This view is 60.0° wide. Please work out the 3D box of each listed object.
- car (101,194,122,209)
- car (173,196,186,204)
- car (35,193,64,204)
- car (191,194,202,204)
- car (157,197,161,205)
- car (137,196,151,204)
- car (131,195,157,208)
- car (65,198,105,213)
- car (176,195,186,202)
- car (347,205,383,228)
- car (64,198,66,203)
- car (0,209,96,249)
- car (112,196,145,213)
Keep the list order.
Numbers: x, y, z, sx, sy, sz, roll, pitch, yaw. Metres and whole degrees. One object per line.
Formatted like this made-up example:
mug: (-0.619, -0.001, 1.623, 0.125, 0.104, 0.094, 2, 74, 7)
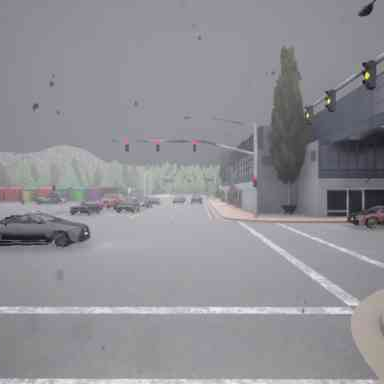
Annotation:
car: (-10.412, 1.221, 43.279, 2.150, 2.045, 5.566, 0, 0, 2)
car: (-2.688, 1.564, 65.102, 1.994, 1.385, 4.181, 0, 0, 2)
car: (-24.757, 1.156, 57.254, 3.866, 1.878, 1.905, 0, 0, 0)
car: (0.885, 1.352, 64.252, 2.097, 1.767, 4.553, 0, 0, 2)
car: (-6.488, 1.564, 57.102, 1.994, 1.385, 4.181, 0, 0, 2)
car: (-9.639, 1.547, 67.422, 2.033, 1.411, 5.357, 0, 0, 2)
car: (-6.788, 1.491, 47.153, 2.128, 1.511, 4.902, 0, 0, 2)
car: (-10.641, 1.601, 33.515, 1.895, 1.301, 4.718, 0, 0, 1)
car: (-2.401, 1.470, 74.893, 1.994, 1.385, 4.181, 0, 0, 2)
car: (12.336, 1.564, 21.445, 4.181, 1.385, 1.994, 0, 0, 0)
car: (-24.735, 1.395, 60.149, 3.806, 1.475, 1.970, 0, 0, 0)
car: (-6.490, 1.564, 13.964, 4.181, 1.385, 1.994, 0, 0, -3)
car: (-7.062, 1.547, 37.409, 2.033, 1.411, 5.357, 0, 0, 1)
